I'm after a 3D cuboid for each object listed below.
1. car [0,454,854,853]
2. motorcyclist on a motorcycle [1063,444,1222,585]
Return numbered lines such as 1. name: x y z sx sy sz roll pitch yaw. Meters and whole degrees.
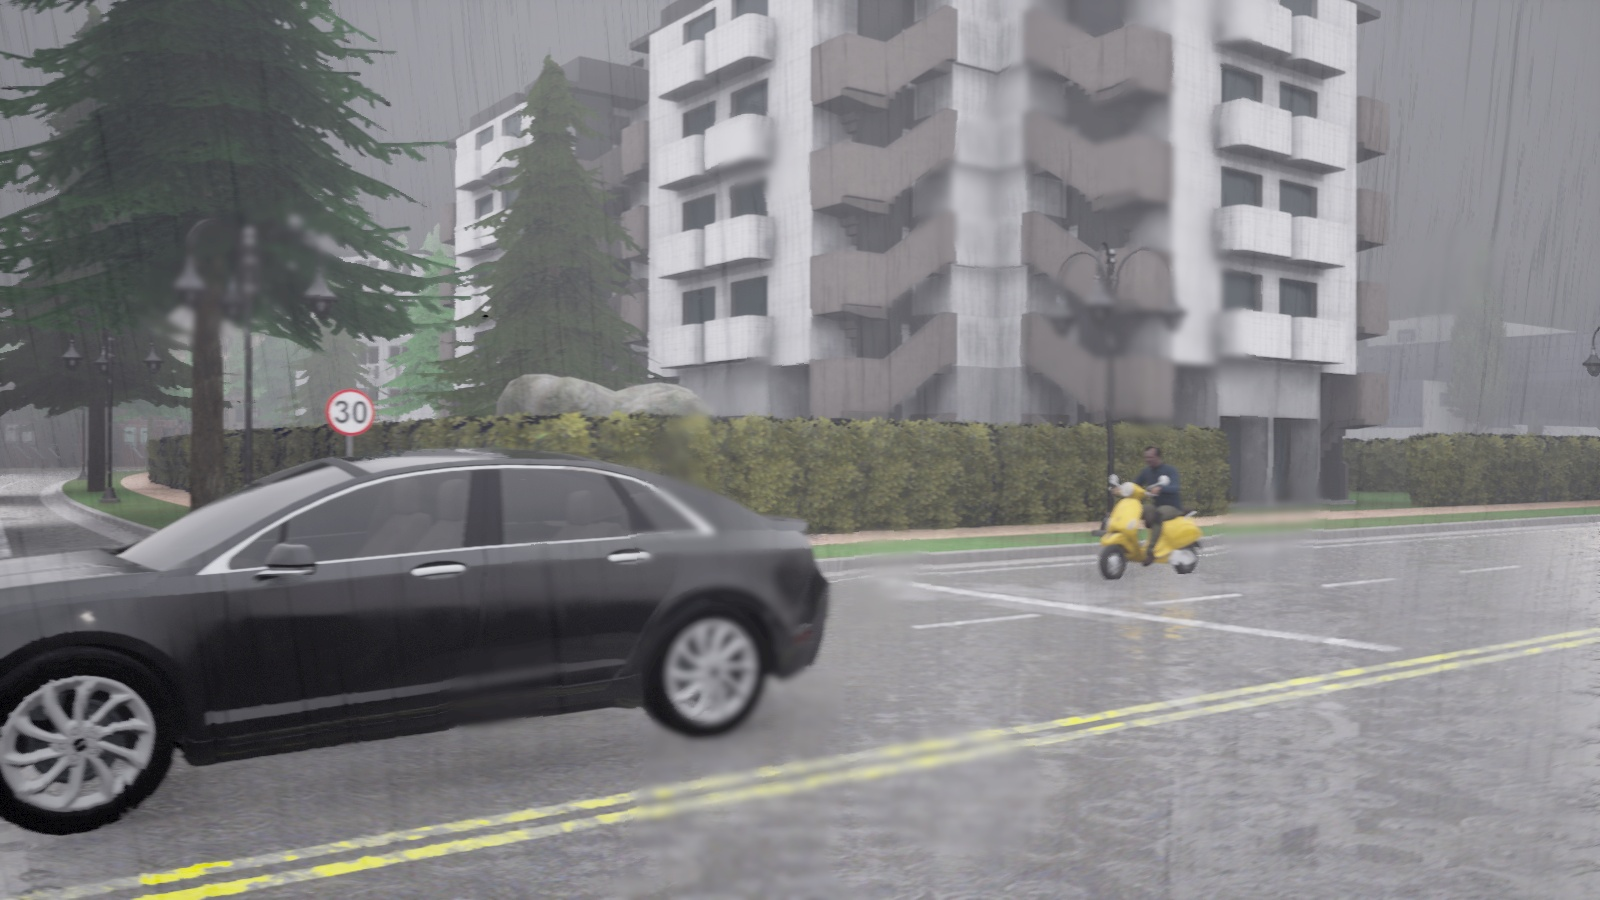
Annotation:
1. car: -2.231 0.770 6.370 4.892 1.490 1.837 0 0 -35
2. motorcyclist on a motorcycle: 4.117 0.726 15.054 1.817 1.590 0.866 0 0 -35
